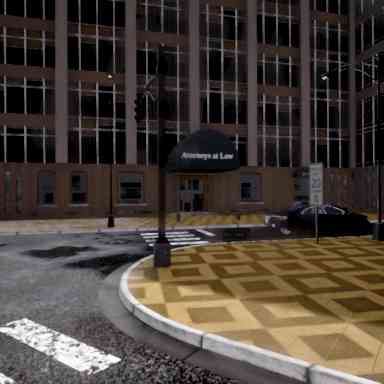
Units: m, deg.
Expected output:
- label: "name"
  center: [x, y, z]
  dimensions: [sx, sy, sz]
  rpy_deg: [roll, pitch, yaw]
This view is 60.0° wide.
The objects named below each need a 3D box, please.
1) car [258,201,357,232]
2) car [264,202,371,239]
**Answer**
- label: "car"
  center: [6.504, 1.312, 18.909]
  dimensions: [4.902, 1.511, 2.128]
  rpy_deg: [0, 0, -14]
- label: "car"
  center: [6.106, 1.308, 15.875]
  dimensions: [4.902, 1.511, 2.128]
  rpy_deg: [0, 0, -14]
